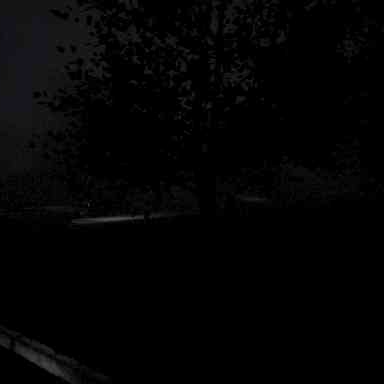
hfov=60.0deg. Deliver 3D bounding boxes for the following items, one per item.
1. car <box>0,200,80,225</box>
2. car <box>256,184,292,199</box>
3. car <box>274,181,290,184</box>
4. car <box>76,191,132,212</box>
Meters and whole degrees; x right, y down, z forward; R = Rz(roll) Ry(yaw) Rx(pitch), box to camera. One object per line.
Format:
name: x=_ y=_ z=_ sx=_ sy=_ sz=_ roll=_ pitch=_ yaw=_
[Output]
car: x=-9.535 y=1.348 z=19.950 sx=4.718 sy=1.301 sz=1.895 roll=-1 pitch=2 yaw=-43
car: x=10.876 y=0.069 z=43.200 sx=4.674 sy=1.442 sz=1.812 roll=-3 pitch=2 yaw=-28
car: x=11.767 y=-0.443 z=47.600 sx=5.566 sy=2.045 sz=2.150 roll=-3 pitch=2 yaw=-27
car: x=-7.867 y=0.980 z=30.695 sx=4.892 sy=1.490 sz=1.837 roll=-2 pitch=2 yaw=-39
